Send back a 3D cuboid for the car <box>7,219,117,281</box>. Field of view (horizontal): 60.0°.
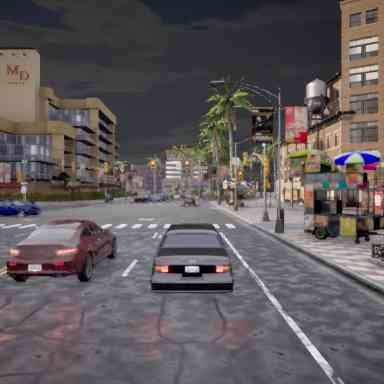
[{"bbox_3d":[-3.510,1.526,9.709,1.812,1.442,4.674,0,0,0],"label":"car"}]

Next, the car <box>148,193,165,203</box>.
[{"bbox_3d":[-7.659,1.355,71.368,2.097,1.767,4.553,0,0,-1],"label":"car"}]

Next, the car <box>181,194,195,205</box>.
[{"bbox_3d":[-0.454,1.491,60.206,2.128,1.511,4.902,0,0,-1],"label":"car"}]

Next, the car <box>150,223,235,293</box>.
[{"bbox_3d":[-0.004,1.547,8.970,2.033,1.411,5.357,0,0,0],"label":"car"}]

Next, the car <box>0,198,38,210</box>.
[{"bbox_3d":[-22.968,1.547,42.749,5.357,1.411,2.033,0,0,-3],"label":"car"}]

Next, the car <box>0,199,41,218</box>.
[{"bbox_3d":[-16.166,1.477,30.107,5.008,1.535,1.882,0,-1,11],"label":"car"}]

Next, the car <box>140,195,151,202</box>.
[{"bbox_3d":[-11.244,1.478,80.463,1.882,1.535,5.008,0,0,-1],"label":"car"}]

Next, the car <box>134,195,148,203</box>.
[{"bbox_3d":[-11.159,1.595,71.320,1.895,1.301,4.718,0,0,-1],"label":"car"}]

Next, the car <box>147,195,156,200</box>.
[{"bbox_3d":[-11.371,1.540,93.677,2.033,1.411,5.357,0,0,-1],"label":"car"}]

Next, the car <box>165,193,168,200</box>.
[{"bbox_3d":[-7.747,1.225,80.707,2.150,2.045,5.566,0,0,-1],"label":"car"}]
